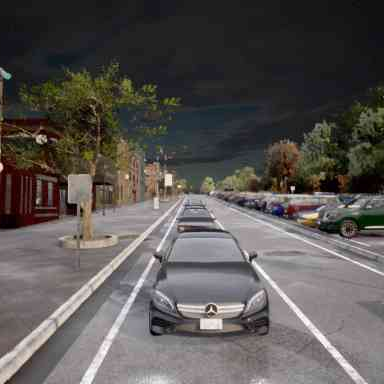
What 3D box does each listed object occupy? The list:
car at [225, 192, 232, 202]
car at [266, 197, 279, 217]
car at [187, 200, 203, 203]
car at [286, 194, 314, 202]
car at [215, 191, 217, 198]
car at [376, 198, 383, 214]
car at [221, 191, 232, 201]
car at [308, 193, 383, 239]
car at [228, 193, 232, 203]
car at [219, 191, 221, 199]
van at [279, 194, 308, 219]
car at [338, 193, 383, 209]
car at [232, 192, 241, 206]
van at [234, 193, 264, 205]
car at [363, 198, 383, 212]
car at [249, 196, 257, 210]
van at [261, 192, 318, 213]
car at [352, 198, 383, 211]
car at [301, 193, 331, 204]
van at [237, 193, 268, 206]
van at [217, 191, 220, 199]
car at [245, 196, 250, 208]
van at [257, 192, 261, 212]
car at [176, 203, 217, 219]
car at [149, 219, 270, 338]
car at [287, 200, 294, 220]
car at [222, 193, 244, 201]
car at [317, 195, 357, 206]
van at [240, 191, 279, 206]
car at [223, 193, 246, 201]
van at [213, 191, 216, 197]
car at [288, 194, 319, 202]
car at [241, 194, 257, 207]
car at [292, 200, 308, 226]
[{"bbox_3d":[8.986,1.280,61.887,4.674,1.452,2.002,0,1,0],"label":"car"},{"bbox_3d":[9.208,1.460,28.239,5.008,1.535,2.097,0,0,0],"label":"car"},{"bbox_3d":[0.233,1.443,29.851,2.128,1.511,4.902,0,0,0],"label":"car"},{"bbox_3d":[22.034,1.188,67.951,4.892,1.521,2.231,0,1,0],"label":"car"},{"bbox_3d":[8.853,1.065,81.508,5.008,1.535,2.097,0,1,0],"label":"car"},{"bbox_3d":[22.435,1.444,34.640,5.366,1.575,1.946,0,0,0],"label":"car"},{"bbox_3d":[8.942,0.964,64.687,5.566,2.045,2.435,0,1,0],"label":"car"},{"bbox_3d":[9.259,1.221,17.025,5.566,2.045,2.435,0,0,0],"label":"car"},{"bbox_3d":[9.020,1.291,56.280,4.892,1.521,2.231,0,1,0],"label":"car"},{"bbox_3d":[8.923,0.939,67.490,5.566,2.045,2.435,0,1,0],"label":"car"},{"bbox_3d":[9.348,1.237,25.436,4.442,1.987,1.878,0,0,0],"label":"van"},{"bbox_3d":[22.166,1.153,42.967,5.566,2.045,2.435,0,0,0],"label":"car"},{"bbox_3d":[9.054,1.113,47.867,5.566,2.045,2.435,0,1,0],"label":"car"},{"bbox_3d":[9.161,1.089,53.476,4.442,1.987,1.878,0,1,0],"label":"van"},{"bbox_3d":[22.202,1.469,37.411,4.792,1.488,2.163,0,0,0],"label":"car"},{"bbox_3d":[9.186,1.470,36.651,4.792,1.488,2.163,0,0,0],"label":"car"},{"bbox_3d":[9.078,1.230,31.045,4.442,1.987,1.878,0,0,0],"label":"van"},{"bbox_3d":[22.242,1.452,40.194,4.792,1.488,2.163,0,0,0],"label":"car"},{"bbox_3d":[22.115,1.136,59.624,4.553,1.767,2.185,0,1,0],"label":"car"},{"bbox_3d":[9.180,1.114,50.673,4.442,1.987,1.878,0,1,0],"label":"van"},{"bbox_3d":[8.760,0.864,78.702,4.442,1.987,1.878,0,1,0],"label":"van"},{"bbox_3d":[9.135,1.466,39.459,4.674,1.452,2.002,0,0,0],"label":"car"},{"bbox_3d":[9.292,1.222,33.848,4.442,1.987,1.878,0,0,0],"label":"van"},{"bbox_3d":[0.201,1.532,17.403,2.033,1.411,5.357,0,0,0],"label":"car"},{"bbox_3d":[0.256,1.524,6.824,1.812,1.442,4.674,0,0,0],"label":"car"},{"bbox_3d":[9.253,1.506,22.632,4.674,1.452,2.002,0,0,0],"label":"car"},{"bbox_3d":[8.883,1.014,73.098,4.553,1.767,2.185,0,1,0],"label":"car"},{"bbox_3d":[22.325,1.333,51.298,5.366,1.575,1.946,0,1,0],"label":"car"},{"bbox_3d":[9.217,1.163,45.068,4.442,1.987,1.878,0,0,0],"label":"van"},{"bbox_3d":[8.902,1.039,70.294,4.553,1.767,2.185,0,1,0],"label":"car"},{"bbox_3d":[8.685,0.765,89.914,4.442,1.987,1.878,0,1,0],"label":"van"},{"bbox_3d":[21.862,1.209,65.173,5.366,1.575,1.946,0,0,0],"label":"car"},{"bbox_3d":[9.126,1.409,42.262,4.892,1.521,2.231,0,0,0],"label":"car"},{"bbox_3d":[9.083,1.466,19.828,5.366,1.575,1.946,0,0,0],"label":"car"}]
